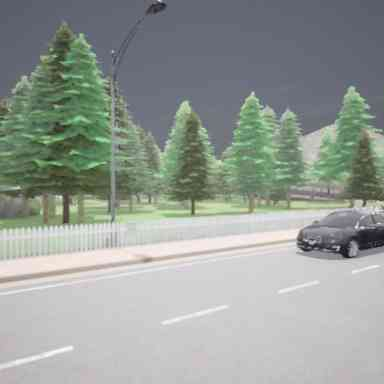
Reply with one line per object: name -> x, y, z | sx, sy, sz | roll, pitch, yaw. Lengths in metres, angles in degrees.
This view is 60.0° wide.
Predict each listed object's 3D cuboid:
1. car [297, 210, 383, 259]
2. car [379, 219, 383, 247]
car -> 5.969, 1.465, 12.509 | 4.892, 1.490, 1.837 | 0, 0, -35
car -> 7.325, 1.487, 9.180 | 4.674, 1.442, 1.812 | 0, 0, -35
